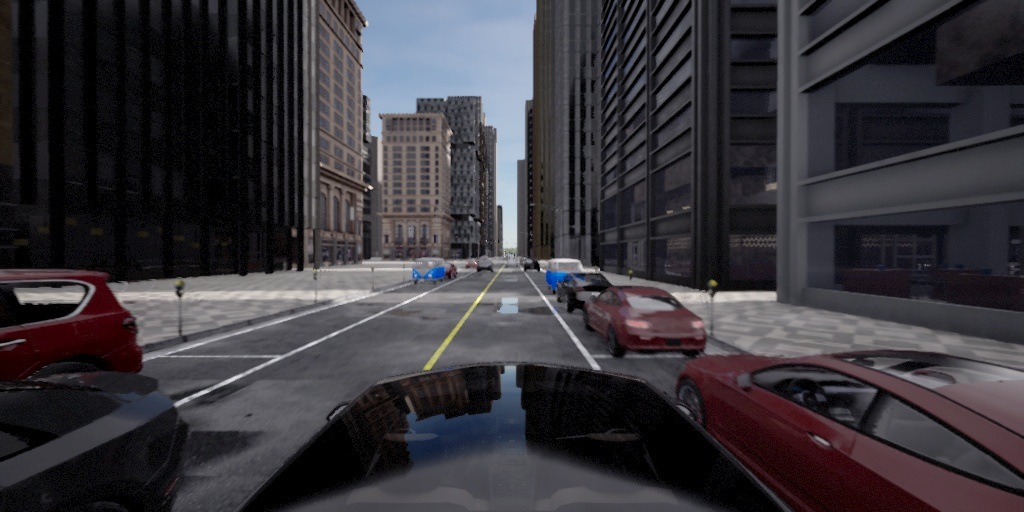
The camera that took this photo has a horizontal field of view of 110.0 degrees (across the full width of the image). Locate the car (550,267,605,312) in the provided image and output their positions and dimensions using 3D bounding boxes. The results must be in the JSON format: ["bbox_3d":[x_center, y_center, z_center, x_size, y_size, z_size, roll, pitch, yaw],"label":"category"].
[{"bbox_3d":[2.760,1.284,13.835,1.948,1.339,4.313,0,0,0],"label":"car"}]

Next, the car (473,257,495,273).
[{"bbox_3d":[-3.093,1.148,42.098,1.837,1.490,4.892,0,0,0],"label":"car"}]

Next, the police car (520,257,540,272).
[{"bbox_3d":[2.360,1.064,43.882,1.930,1.638,5.238,0,0,0],"label":"police car"}]

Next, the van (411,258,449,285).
[{"bbox_3d":[-5.766,1.030,25.112,1.690,1.789,3.998,0,0,0],"label":"van"}]

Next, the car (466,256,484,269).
[{"bbox_3d":[-5.770,1.052,53.316,1.967,1.591,4.097,0,0,0],"label":"car"}]

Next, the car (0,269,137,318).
[{"bbox_3d":[-5.763,1.063,2.549,2.192,1.841,5.009,0,0,0],"label":"car"}]

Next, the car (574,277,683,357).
[{"bbox_3d":[2.761,1.315,8.194,1.802,1.307,4.207,0,0,0],"label":"car"}]

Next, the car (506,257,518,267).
[{"bbox_3d":[-0.008,1.110,62.277,1.812,1.442,4.674,0,0,0],"label":"car"}]

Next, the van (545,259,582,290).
[{"bbox_3d":[2.760,1.045,19.476,1.690,1.789,3.998,0,0,0],"label":"van"}]

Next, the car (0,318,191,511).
[{"bbox_3d":[-3.099,1.258,0.371,1.837,1.490,4.892,0,0,0],"label":"car"}]

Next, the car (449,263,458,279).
[{"bbox_3d":[-5.767,1.219,30.753,1.888,1.381,4.507,0,0,0],"label":"car"}]

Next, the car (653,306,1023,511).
[{"bbox_3d":[2.762,1.330,2.554,1.802,1.307,4.207,0,0,0],"label":"car"}]
